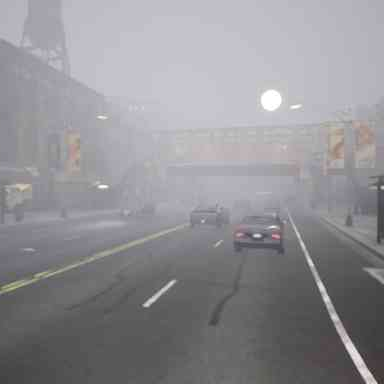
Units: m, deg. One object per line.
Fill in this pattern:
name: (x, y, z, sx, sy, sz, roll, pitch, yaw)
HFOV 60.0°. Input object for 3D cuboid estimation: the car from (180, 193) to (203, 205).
car: (-0.353, 1.115, 55.414, 2.435, 2.045, 5.566, 0, 0, 14)

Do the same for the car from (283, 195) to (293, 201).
car: (24.747, 1.462, 85.883, 2.097, 1.535, 5.008, 0, 0, 14)

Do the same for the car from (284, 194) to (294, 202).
car: (23.258, 1.340, 79.631, 2.185, 1.767, 4.553, 0, 0, 14)

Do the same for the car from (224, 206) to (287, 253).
car: (2.871, 1.538, 13.758, 2.033, 1.411, 5.357, 0, 0, 15)

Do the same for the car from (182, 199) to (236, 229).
car: (1.233, 1.456, 21.227, 2.128, 1.511, 4.902, 0, 0, 14)

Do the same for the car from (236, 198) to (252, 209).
car: (6.144, 1.449, 40.117, 2.128, 1.511, 4.902, 0, 0, 15)

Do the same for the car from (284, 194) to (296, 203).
car: (20.498, 1.470, 69.215, 2.231, 1.521, 4.892, 0, 0, 24)

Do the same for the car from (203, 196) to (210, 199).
car: (1.472, 1.478, 62.582, 1.895, 1.301, 4.718, 0, 0, 14)

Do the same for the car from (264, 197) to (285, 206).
car: (9.222, 1.528, 38.051, 2.033, 1.411, 5.357, 0, 0, 15)

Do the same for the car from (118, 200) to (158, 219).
car: (-4.438, 1.408, 27.875, 2.128, 1.511, 4.902, 0, 0, 15)
